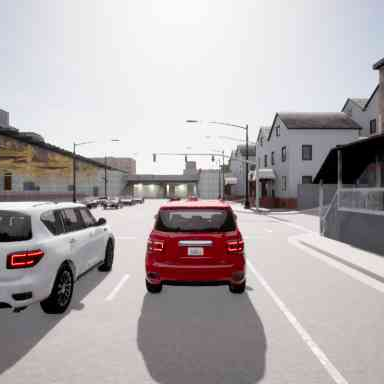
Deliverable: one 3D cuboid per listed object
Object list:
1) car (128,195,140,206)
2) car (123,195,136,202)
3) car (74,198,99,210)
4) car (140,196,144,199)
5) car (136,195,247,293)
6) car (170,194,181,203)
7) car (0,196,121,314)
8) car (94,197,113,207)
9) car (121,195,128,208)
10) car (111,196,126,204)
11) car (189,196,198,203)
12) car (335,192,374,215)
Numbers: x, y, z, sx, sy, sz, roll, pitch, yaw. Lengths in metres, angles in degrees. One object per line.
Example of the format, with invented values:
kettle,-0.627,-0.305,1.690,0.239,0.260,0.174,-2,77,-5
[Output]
car,-10.463,1.547,54.368,2.033,1.411,5.357,0,0,0
car,-13.826,1.493,73.717,1.837,1.490,4.892,0,0,0
car,-13.995,1.564,44.207,1.994,1.385,4.181,0,0,0
car,-10.384,1.547,64.657,2.033,1.411,5.357,0,0,0
car,0.099,1.221,9.007,2.150,2.045,5.566,0,0,1
car,-3.337,1.352,69.139,2.097,1.767,4.553,0,0,0
car,-3.409,1.221,7.745,2.150,2.045,5.566,0,0,1
car,-13.964,1.526,52.948,1.812,1.442,4.674,0,0,0
car,-10.494,1.491,44.619,2.128,1.511,4.902,0,0,0
car,-13.897,1.505,63.303,1.837,1.490,4.892,0,0,0
car,0.252,1.524,70.041,1.812,1.442,4.674,0,0,0
car,14.901,0.850,28.716,5.357,1.411,2.033,-16,0,-1
